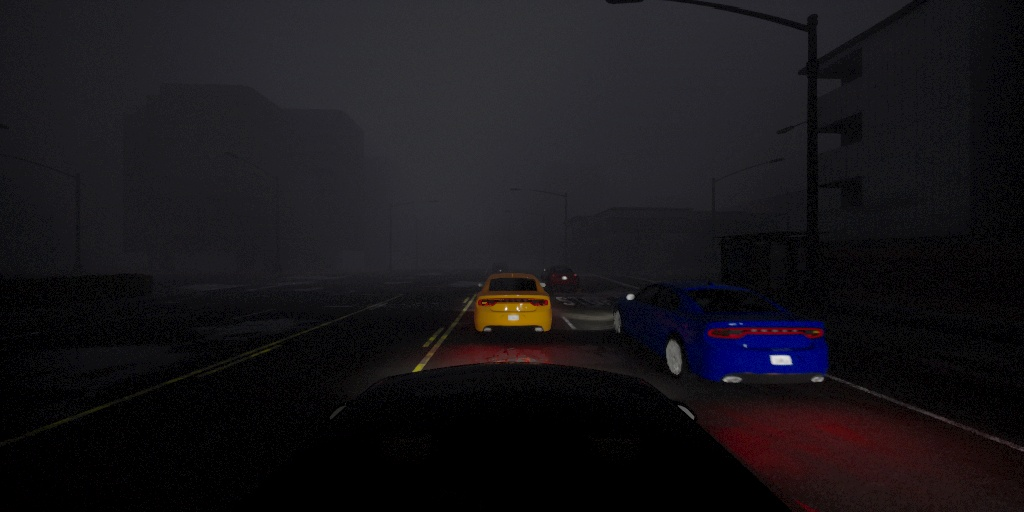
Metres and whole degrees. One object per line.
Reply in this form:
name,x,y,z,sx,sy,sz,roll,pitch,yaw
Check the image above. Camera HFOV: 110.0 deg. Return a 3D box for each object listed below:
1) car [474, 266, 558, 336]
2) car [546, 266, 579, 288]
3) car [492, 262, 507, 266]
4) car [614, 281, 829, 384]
car,0.002,1.228,10.486,1.882,1.535,5.008,0,0,-1
car,3.127,1.328,23.875,1.994,1.385,4.181,0,0,-2
car,-1.510,1.440,44.533,1.895,1.301,4.718,0,-1,-4
car,3.545,1.228,7.217,1.882,1.535,5.008,0,0,0
